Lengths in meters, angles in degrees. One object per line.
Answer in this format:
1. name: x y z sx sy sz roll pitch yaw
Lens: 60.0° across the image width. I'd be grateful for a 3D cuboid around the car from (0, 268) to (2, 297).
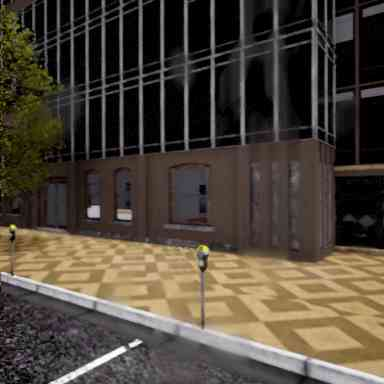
1. car: -5.569 1.568 6.813 4.403 1.369 2.008 0 0 35
